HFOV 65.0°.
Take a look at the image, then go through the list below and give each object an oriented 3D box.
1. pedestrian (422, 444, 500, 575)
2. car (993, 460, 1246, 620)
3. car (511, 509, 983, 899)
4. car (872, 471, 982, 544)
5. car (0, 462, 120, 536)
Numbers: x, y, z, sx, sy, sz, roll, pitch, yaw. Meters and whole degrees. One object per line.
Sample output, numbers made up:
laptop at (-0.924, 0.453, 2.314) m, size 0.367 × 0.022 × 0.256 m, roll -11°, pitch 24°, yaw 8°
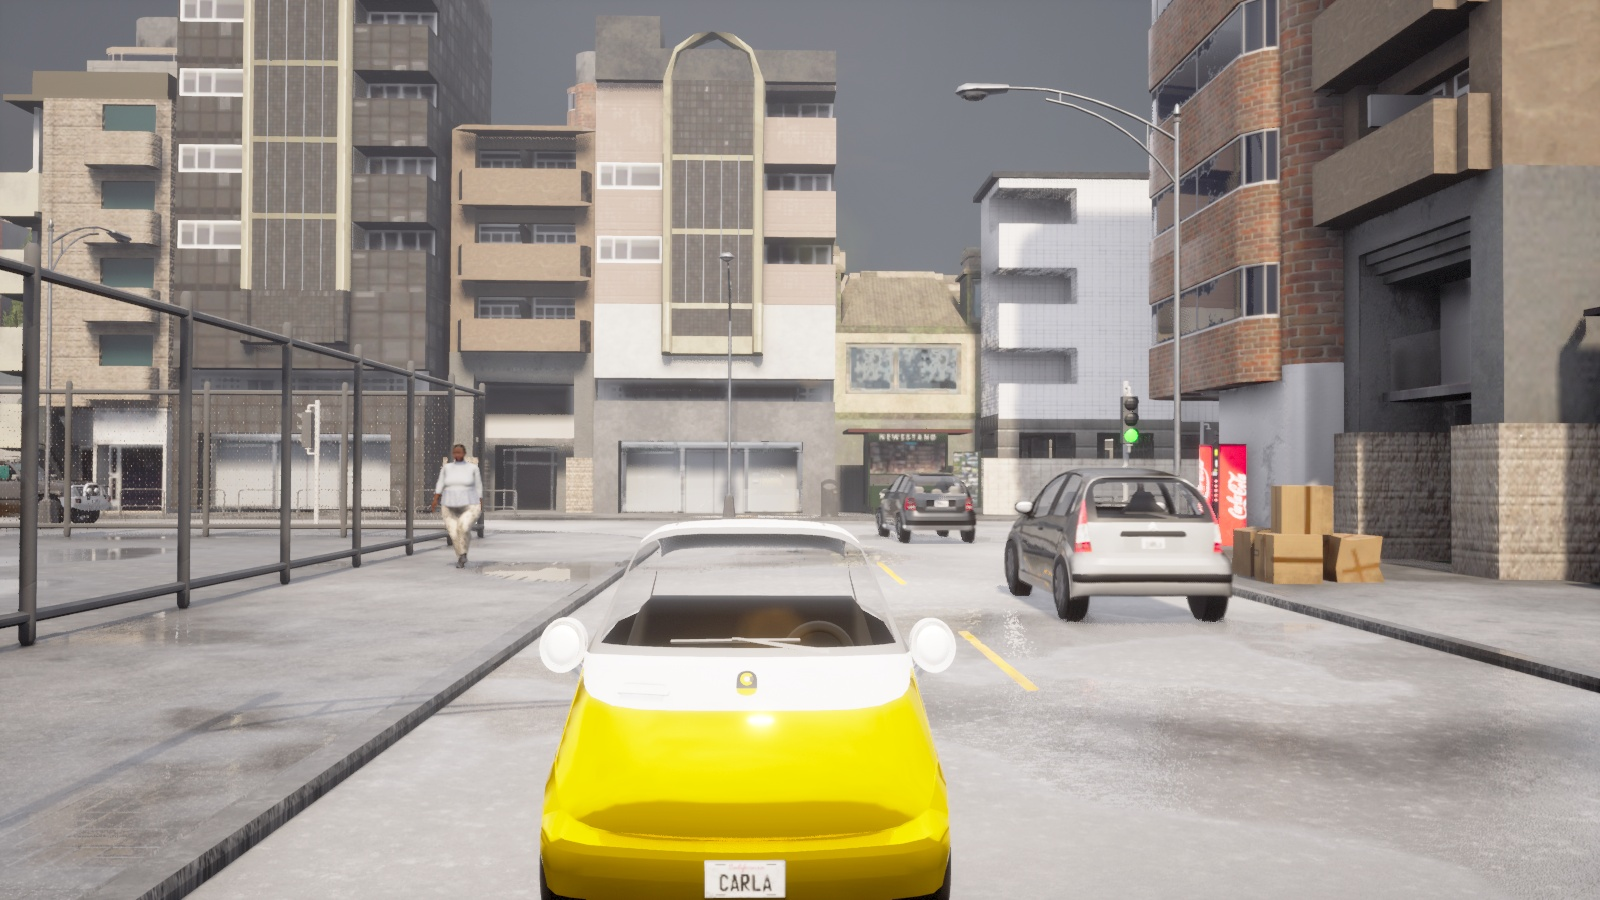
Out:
pedestrian at (-4.930, 0.851, 18.313) m, size 0.874 × 1.855 × 0.900 m, roll 0°, pitch -1°, yaw 1°
car at (3.548, 0.946, 14.740) m, size 1.851 × 1.617 × 3.988 m, roll 0°, pitch -1°, yaw -1°
car at (-0.190, 0.955, 5.061) m, size 1.481 × 1.376 × 2.207 m, roll 0°, pitch -1°, yaw -1°
car at (2.843, 1.266, 28.893) m, size 1.789 × 1.549 × 3.705 m, roll 0°, pitch -1°, yaw -6°
car at (-20.481, 1.259, 32.573) m, size 4.605 × 1.855 × 1.932 m, roll 0°, pitch -1°, yaw -1°
